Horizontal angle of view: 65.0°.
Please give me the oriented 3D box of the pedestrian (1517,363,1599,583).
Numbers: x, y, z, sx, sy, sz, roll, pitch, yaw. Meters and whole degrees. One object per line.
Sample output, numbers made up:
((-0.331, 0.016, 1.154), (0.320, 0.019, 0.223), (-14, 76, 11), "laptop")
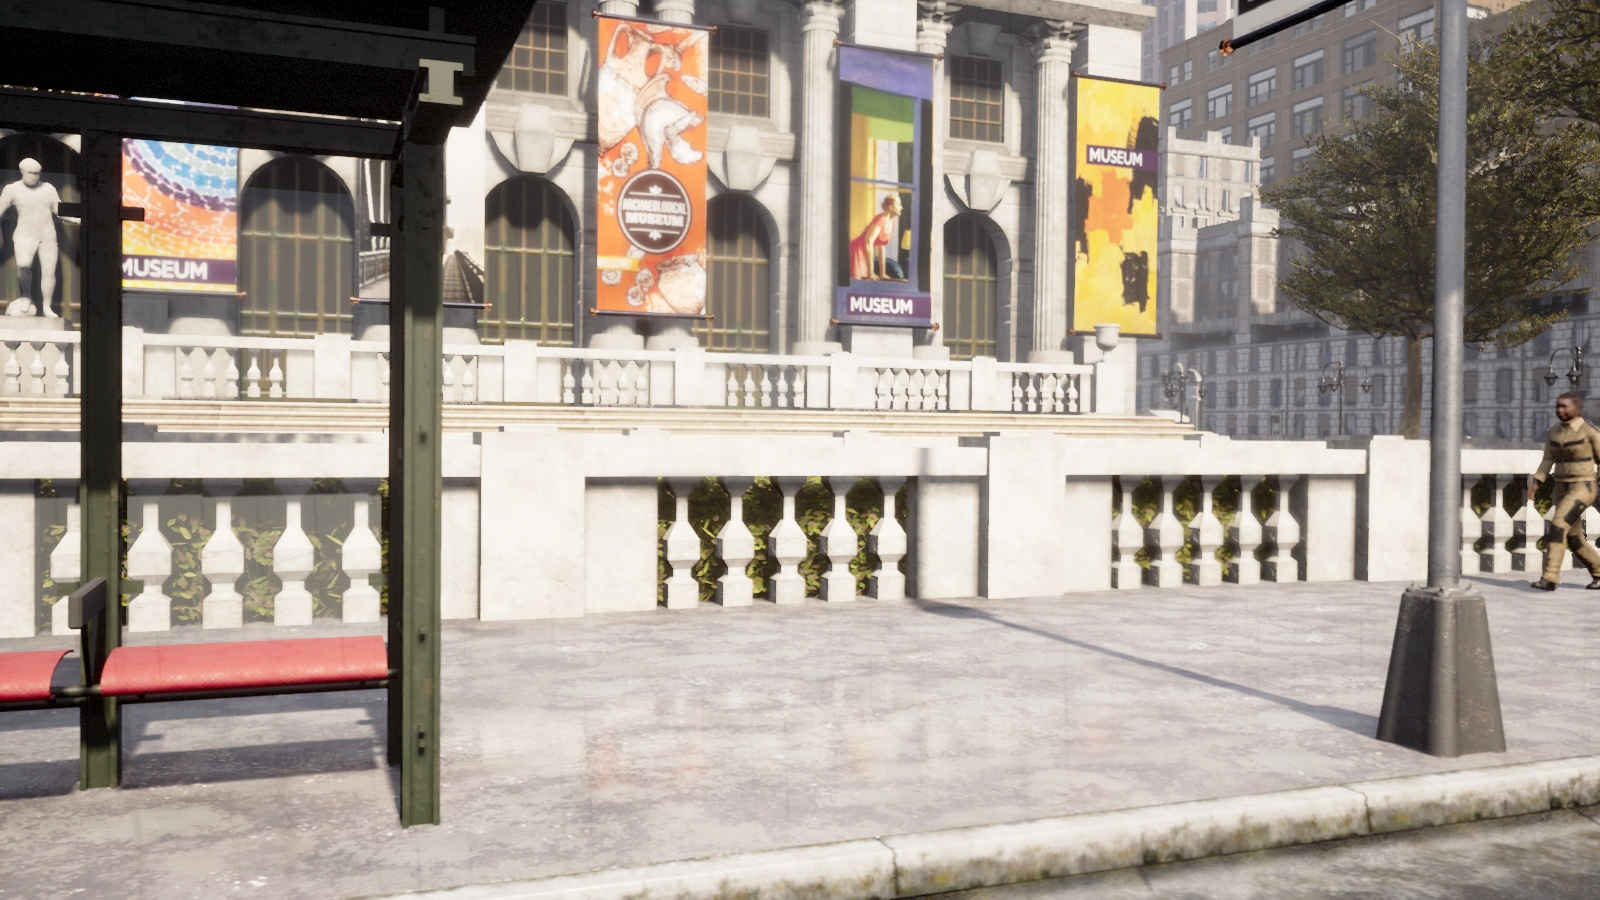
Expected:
((6.891, 0.193, 11.291), (0.692, 1.930, 0.396), (-1, 1, -15), "pedestrian")
